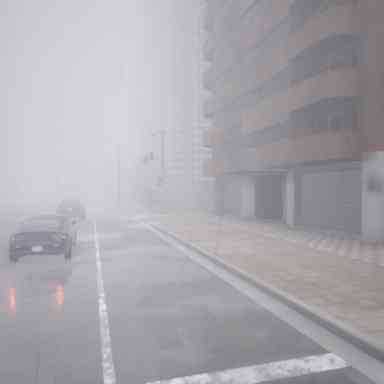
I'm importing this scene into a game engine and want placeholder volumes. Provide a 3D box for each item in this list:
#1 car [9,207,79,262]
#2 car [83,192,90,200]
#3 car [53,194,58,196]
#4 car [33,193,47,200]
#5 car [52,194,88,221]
[{"bbox_3d":[-5.243,1.503,12.039,1.812,1.442,4.674,0,0,-17],"label":"car"},{"bbox_3d":[-26.466,1.189,82.515,2.033,1.411,5.357,0,0,-17],"label":"car"},{"bbox_3d":[-34.436,1.273,84.703,1.812,1.442,4.674,0,0,-17],"label":"car"},{"bbox_3d":[-37.787,1.290,83.694,2.033,1.411,5.357,0,0,-17],"label":"car"},{"bbox_3d":[-9.559,1.295,26.373,2.097,1.767,4.553,0,0,-17],"label":"car"}]
